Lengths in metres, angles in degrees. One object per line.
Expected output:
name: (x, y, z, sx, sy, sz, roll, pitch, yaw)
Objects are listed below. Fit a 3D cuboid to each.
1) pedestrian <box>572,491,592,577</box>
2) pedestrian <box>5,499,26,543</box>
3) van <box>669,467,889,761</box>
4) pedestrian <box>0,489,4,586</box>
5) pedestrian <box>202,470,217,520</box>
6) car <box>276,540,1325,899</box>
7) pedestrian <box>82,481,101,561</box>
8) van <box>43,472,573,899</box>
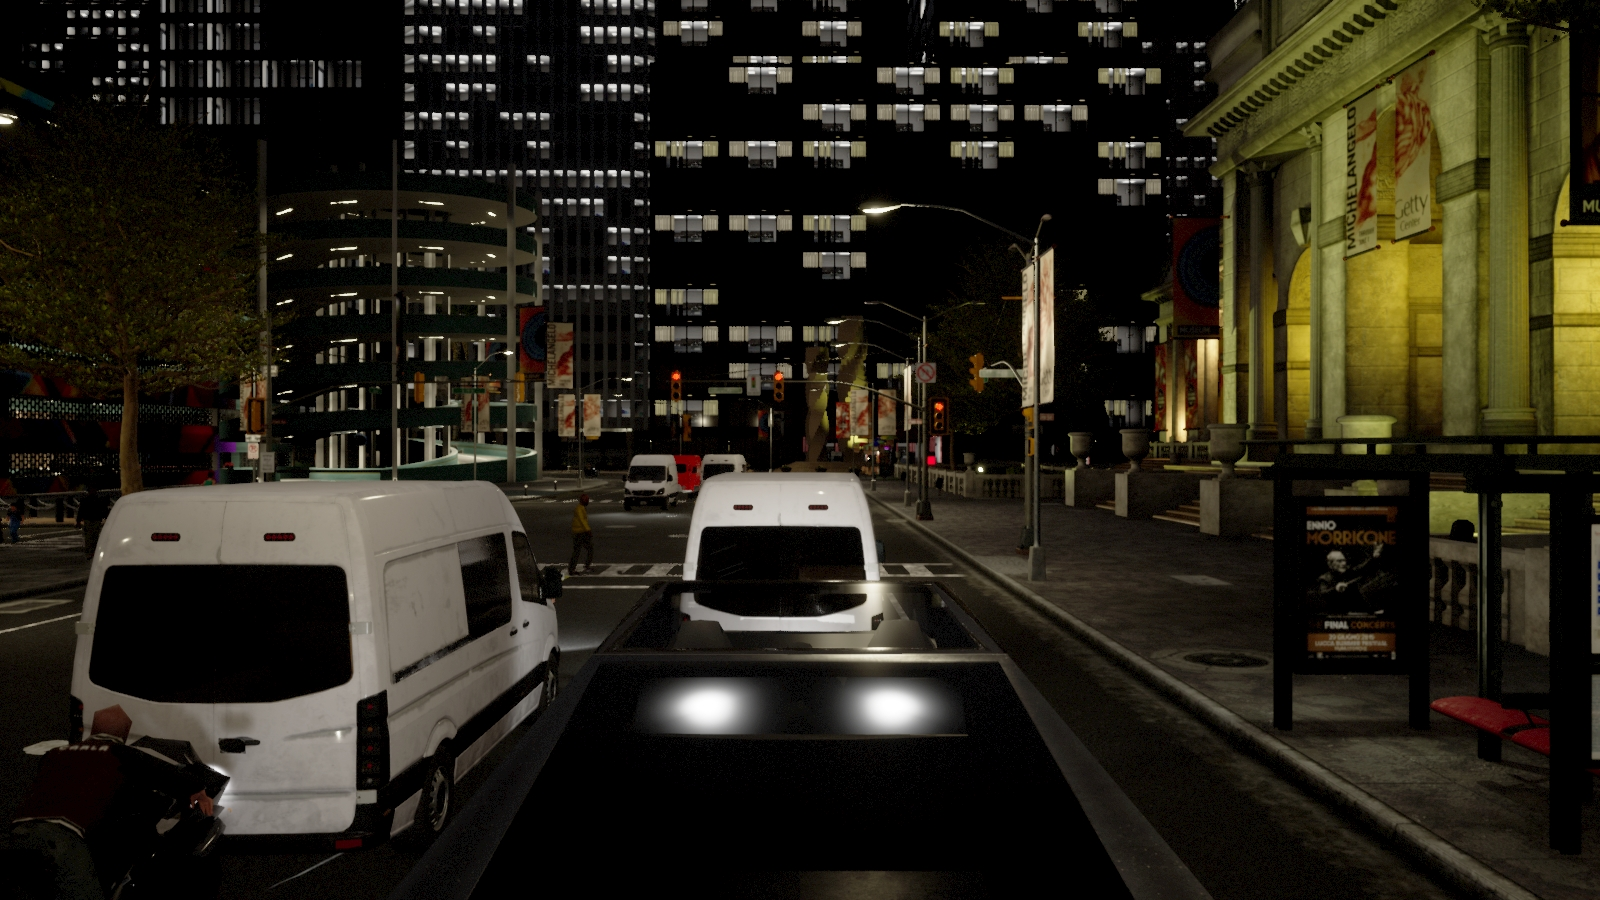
pedestrian: (-4.788, 1.839, 25.102, 0.375, 1.860, 0.375, 0, 0, 0)
pedestrian: (-23.365, 2.115, 34.026, 0.375, 1.300, 0.375, 0, 0, 1)
van: (-0.109, 1.529, 13.298, 1.988, 2.561, 5.915, 0, 0, 2)
pedestrian: (-15.594, 1.688, 21.924, 0.375, 1.860, 0.375, 0, 0, 8)
pedestrian: (-22.299, 1.687, 43.135, 0.375, 1.860, 0.375, 0, 0, -4)
car: (0.000, 1.751, 5.739, 2.390, 2.098, 6.274, 0, 0, 0)
pedestrian: (-16.867, 1.686, 27.199, 0.375, 1.860, 0.375, 0, 0, -31)
van: (-3.514, 1.530, 9.753, 1.988, 2.561, 5.915, 0, 0, 0)
